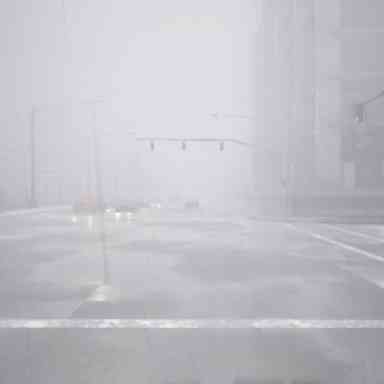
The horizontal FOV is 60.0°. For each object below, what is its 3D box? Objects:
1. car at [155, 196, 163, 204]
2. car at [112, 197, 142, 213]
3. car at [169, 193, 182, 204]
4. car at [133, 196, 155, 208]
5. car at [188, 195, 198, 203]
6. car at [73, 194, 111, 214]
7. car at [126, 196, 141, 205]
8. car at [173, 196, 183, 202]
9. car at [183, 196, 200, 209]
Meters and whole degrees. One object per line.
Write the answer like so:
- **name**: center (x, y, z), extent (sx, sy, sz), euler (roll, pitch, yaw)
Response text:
- **car**: center (-6.840, 1.502, 65.155), extent (2.128, 1.511, 4.902), euler (0, 0, 1)
- **car**: center (-7.289, 1.570, 37.561), extent (1.994, 1.385, 4.181), euler (0, 0, 1)
- **car**: center (-3.324, 1.231, 65.188), extent (2.150, 2.045, 5.566), euler (0, 0, 1)
- **car**: center (-7.141, 1.555, 48.105), extent (2.033, 1.411, 5.357), euler (0, 0, 1)
- **car**: center (0.273, 1.502, 69.183), extent (2.128, 1.511, 4.902), euler (0, 0, 1)
- **car**: center (-10.814, 1.227, 35.612), extent (2.150, 2.045, 5.566), euler (0, 0, 1)
- **car**: center (-10.459, 1.534, 59.872), extent (1.812, 1.442, 4.674), euler (0, 0, 1)
- **car**: center (-3.176, 1.522, 75.830), extent (1.895, 1.301, 4.718), euler (0, 0, 1)
- **car**: center (-0.021, 1.532, 44.541), extent (1.812, 1.442, 4.674), euler (0, 0, 1)
